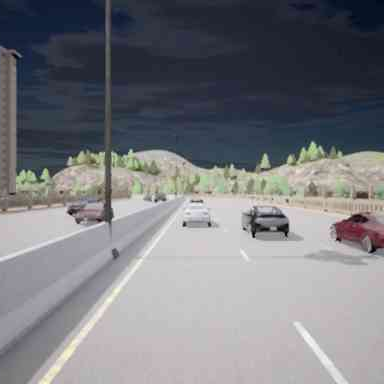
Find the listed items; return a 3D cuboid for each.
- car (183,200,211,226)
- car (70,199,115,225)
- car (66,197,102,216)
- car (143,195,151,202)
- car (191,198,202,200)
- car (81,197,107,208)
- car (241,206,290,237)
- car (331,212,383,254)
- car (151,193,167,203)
[{"bbox_3d":[0.331,1.493,23.031,1.812,1.442,4.674,0,0,1],"label":"car"},{"bbox_3d":[-6.858,1.486,23.929,1.812,1.442,4.674,0,0,1],"label":"car"},{"bbox_3d":[-10.266,1.493,32.033,2.033,1.411,5.357,0,0,1],"label":"car"},{"bbox_3d":[-9.705,1.414,73.639,1.837,1.490,4.892,0,0,1],"label":"car"},{"bbox_3d":[0.532,1.433,40.990,2.128,1.511,4.902,0,0,1],"label":"car"},{"bbox_3d":[-13.585,1.416,46.324,2.128,1.511,4.902,0,0,1],"label":"car"},{"bbox_3d":[3.773,1.469,17.723,2.128,1.511,4.902,0,0,1],"label":"car"},{"bbox_3d":[7.226,1.512,13.294,1.812,1.442,4.674,0,0,1],"label":"car"},{"bbox_3d":[-6.287,1.142,66.769,2.150,2.045,5.566,0,0,1],"label":"car"}]
